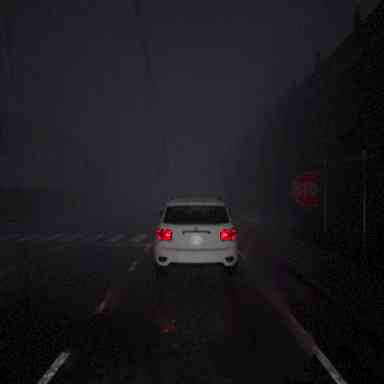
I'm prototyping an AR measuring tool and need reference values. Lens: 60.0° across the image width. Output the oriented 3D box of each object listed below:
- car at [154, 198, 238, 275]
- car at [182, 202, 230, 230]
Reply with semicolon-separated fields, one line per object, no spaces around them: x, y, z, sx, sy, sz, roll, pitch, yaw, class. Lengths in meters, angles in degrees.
0.104;1.192;10.472;2.150;2.045;5.566;0;0;0;car
1.049;1.467;21.739;1.812;1.442;4.674;0;0;21;car
